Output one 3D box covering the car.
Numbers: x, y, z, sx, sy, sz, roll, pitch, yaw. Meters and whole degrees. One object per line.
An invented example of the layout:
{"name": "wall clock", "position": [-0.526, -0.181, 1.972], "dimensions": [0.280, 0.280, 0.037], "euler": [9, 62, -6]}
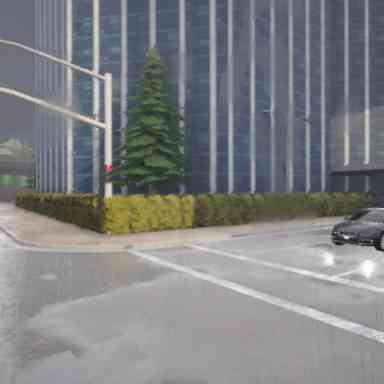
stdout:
{"name": "car", "position": [7.731, 1.438, 13.801], "dimensions": [4.892, 1.490, 1.837], "euler": [0, 0, -35]}
